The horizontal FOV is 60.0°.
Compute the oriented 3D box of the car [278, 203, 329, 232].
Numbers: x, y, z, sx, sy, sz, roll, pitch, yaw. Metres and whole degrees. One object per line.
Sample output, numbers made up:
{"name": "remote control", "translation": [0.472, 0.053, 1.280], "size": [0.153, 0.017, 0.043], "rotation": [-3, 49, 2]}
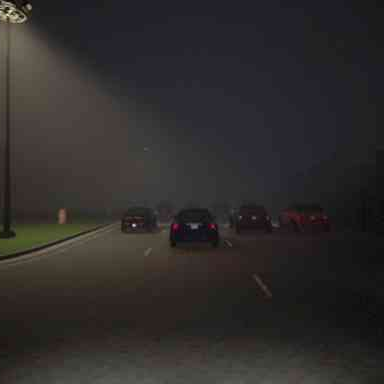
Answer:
{"name": "car", "translation": [7.100, 1.564, 21.687], "size": [2.097, 1.767, 4.553], "rotation": [0, -1, 0]}

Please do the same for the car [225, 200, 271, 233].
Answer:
{"name": "car", "translation": [3.599, 1.561, 21.342], "size": [2.097, 1.767, 4.553], "rotation": [0, -1, 0]}

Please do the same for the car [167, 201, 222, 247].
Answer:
{"name": "car", "translation": [0.099, 1.509, 16.025], "size": [2.097, 1.767, 4.553], "rotation": [0, -1, 0]}

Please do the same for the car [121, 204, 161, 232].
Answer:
{"name": "car", "translation": [-3.400, 1.720, 21.969], "size": [1.837, 1.490, 4.892], "rotation": [0, -1, 0]}

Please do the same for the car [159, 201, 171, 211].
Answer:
{"name": "car", "translation": [-3.401, 1.922, 42.785], "size": [1.837, 1.490, 4.892], "rotation": [0, -1, 0]}

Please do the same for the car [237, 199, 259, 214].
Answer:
{"name": "car", "translation": [7.098, 1.769, 42.742], "size": [2.097, 1.767, 4.553], "rotation": [0, -1, 0]}

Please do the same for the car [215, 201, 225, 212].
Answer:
{"name": "car", "translation": [3.600, 1.929, 43.510], "size": [1.837, 1.490, 4.892], "rotation": [0, -1, 0]}
